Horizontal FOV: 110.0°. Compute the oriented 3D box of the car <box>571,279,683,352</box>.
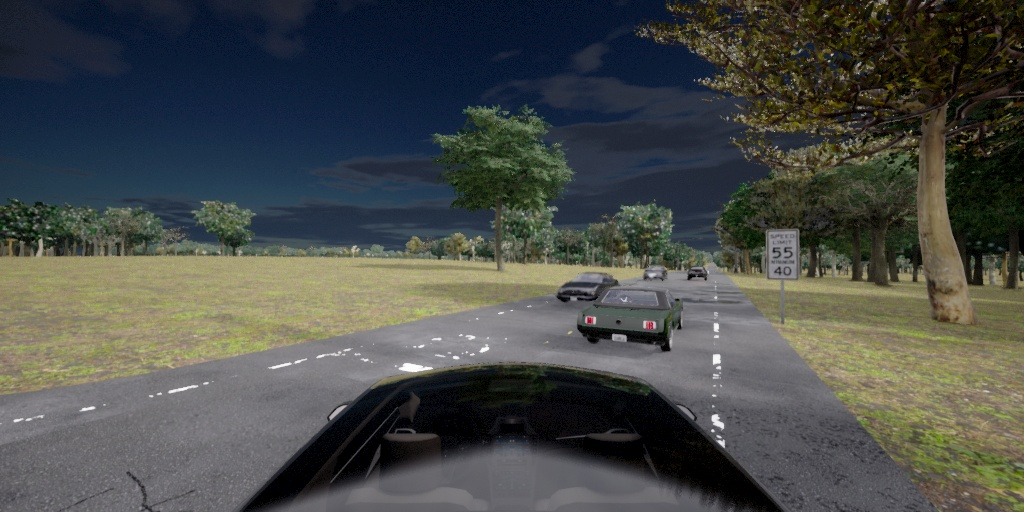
[{"bbox_3d":[3.334,1.449,9.383,1.895,1.301,4.718,0,-1,30],"label":"car"}]

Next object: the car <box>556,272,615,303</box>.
[{"bbox_3d":[3.990,1.520,17.844,2.033,1.411,5.357,0,-1,30],"label":"car"}]

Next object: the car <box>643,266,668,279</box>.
[{"bbox_3d":[14.674,1.773,36.596,2.128,1.511,4.902,0,-1,30],"label":"car"}]

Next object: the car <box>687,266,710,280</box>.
[{"bbox_3d":[20.313,1.847,39.183,1.837,1.490,4.892,0,-1,30],"label":"car"}]
